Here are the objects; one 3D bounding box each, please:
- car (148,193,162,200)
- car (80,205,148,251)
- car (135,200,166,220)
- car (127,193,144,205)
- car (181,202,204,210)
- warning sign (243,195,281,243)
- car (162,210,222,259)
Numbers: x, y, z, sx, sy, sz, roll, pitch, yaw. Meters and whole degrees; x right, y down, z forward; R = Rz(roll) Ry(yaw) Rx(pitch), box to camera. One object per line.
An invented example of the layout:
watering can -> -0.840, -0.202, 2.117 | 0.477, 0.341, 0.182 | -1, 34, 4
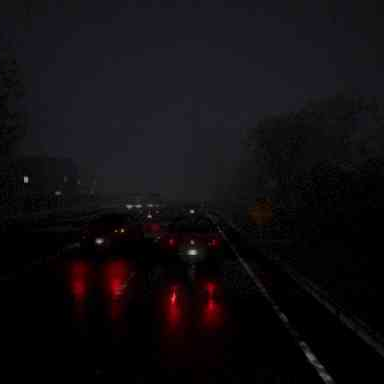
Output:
car -> -6.548, 1.134, 59.392 | 2.150, 2.045, 5.566 | 0, 0, 1
car -> -3.199, 1.510, 13.877 | 1.812, 1.442, 4.674 | 0, 0, 0
car -> -3.213, 1.566, 27.577 | 1.895, 1.301, 4.718 | 0, 0, 0
car -> -9.806, 1.137, 58.219 | 2.150, 2.045, 5.566 | 0, 0, 1
car -> 0.046, 1.529, 28.472 | 1.994, 1.385, 4.181 | 0, 0, 1
warning sign -> 2.880, 1.101, 13.897 | 1.300, 1.860, 1.060 | 2, 2, 0
car -> 0.038, 1.587, 12.566 | 1.895, 1.301, 4.718 | 0, 0, 0
